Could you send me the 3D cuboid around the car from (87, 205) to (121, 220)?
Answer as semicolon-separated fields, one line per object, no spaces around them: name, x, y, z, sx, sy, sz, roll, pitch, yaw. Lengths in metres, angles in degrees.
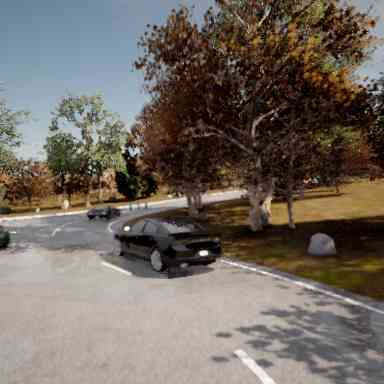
car;-8.023;1.839;30.853;1.895;1.301;4.718;0;1;3

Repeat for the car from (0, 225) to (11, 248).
car;-9.824;1.744;14.333;4.181;1.385;1.994;-1;-1;29

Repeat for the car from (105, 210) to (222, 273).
car;-1.057;1.565;11.261;1.882;1.535;5.008;0;-1;-34

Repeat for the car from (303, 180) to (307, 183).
car;25.596;-2.645;78.925;2.097;1.767;4.553;-1;4;40
